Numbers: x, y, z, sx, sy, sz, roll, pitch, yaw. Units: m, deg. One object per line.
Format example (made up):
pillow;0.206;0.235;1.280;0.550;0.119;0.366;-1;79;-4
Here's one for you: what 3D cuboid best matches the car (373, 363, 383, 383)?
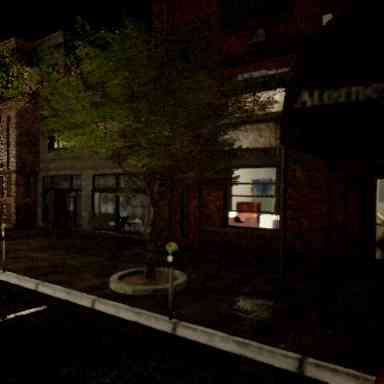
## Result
car;3.068;1.315;0.664;5.009;1.841;2.192;0;1;36
